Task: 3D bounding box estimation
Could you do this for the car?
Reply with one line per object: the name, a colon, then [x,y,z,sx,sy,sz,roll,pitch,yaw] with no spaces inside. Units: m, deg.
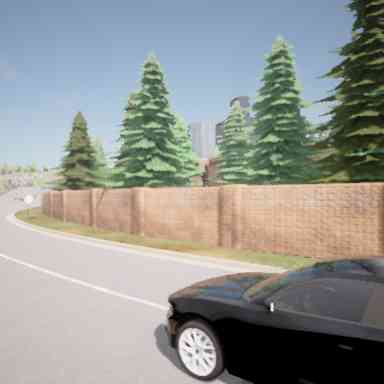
car: [1.892,1.491,3.783,5.008,1.535,1.882,-1,0,37]
